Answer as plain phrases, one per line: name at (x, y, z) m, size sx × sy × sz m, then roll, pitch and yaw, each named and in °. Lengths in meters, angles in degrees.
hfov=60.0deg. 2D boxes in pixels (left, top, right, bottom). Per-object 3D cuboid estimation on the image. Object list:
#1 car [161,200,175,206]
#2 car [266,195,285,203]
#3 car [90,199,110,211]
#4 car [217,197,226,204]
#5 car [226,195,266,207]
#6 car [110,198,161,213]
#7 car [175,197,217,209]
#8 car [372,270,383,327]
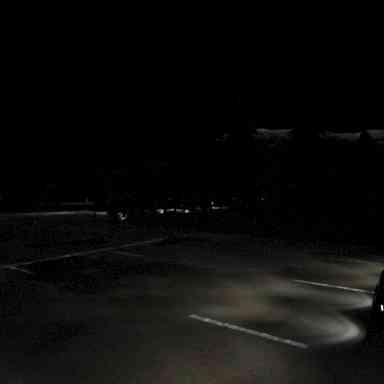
car at (-2.785, 1.425, 44.691) m, size 4.674 × 1.442 × 1.812 m, roll 0°, pitch 0°, yaw -42°
car at (12.727, 1.278, 55.858) m, size 4.553 × 1.767 × 2.097 m, roll 0°, pitch 0°, yaw -28°
car at (-9.238, 1.494, 38.316) m, size 1.895 × 1.301 × 4.718 m, roll 0°, pitch 0°, yaw 43°
car at (4.615, 1.458, 50.789) m, size 5.357 × 1.411 × 2.033 m, roll 0°, pitch 0°, yaw -37°
car at (7.948, 1.419, 48.737) m, size 4.902 × 1.511 × 2.128 m, roll 0°, pitch 0°, yaw -35°
car at (-6.080, 1.414, 36.510) m, size 1.837 × 1.490 × 4.892 m, roll 0°, pitch 0°, yaw 43°
car at (0.567, 1.421, 43.002) m, size 4.892 × 1.490 × 1.837 m, roll 0°, pitch 0°, yaw -41°
car at (5.100, 1.352, 4.607) m, size 4.553 × 1.767 × 2.097 m, roll 0°, pitch 0°, yaw 36°
